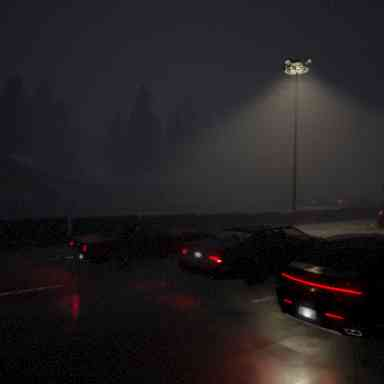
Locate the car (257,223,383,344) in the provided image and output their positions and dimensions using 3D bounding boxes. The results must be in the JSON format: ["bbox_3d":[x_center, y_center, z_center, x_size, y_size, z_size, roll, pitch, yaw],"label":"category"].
[{"bbox_3d":[3.688,1.564,6.380,4.892,1.490,1.837,0,0,-36],"label":"car"}]

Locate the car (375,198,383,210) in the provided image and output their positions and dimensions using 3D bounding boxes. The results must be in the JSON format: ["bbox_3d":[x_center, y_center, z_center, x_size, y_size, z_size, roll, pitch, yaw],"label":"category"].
[{"bbox_3d":[26.622,1.580,44.440,4.892,1.490,1.837,0,0,-35],"label":"car"}]

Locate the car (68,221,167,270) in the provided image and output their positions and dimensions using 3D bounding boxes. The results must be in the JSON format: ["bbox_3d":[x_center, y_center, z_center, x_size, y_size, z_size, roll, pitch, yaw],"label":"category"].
[{"bbox_3d":[-1.529,1.649,11.256,4.718,1.301,1.895,1,0,-36],"label":"car"}]

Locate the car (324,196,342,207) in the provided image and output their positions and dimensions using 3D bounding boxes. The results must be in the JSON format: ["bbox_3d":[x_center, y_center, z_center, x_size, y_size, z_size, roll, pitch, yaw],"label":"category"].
[{"bbox_3d":[22.664,1.425,50.213,4.553,1.767,2.097,-1,0,-35],"label":"car"}]

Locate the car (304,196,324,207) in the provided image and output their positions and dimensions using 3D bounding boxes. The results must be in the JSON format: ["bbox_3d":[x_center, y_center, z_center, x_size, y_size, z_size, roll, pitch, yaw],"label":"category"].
[{"bbox_3d":[19.619,1.433,52.351,4.553,1.767,2.097,-1,0,-35],"label":"car"}]

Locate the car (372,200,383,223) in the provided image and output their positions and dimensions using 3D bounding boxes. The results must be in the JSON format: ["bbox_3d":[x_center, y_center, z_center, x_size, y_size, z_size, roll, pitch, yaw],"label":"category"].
[{"bbox_3d":[14.756,1.494,22.886,4.553,1.767,2.097,0,0,-36],"label":"car"}]

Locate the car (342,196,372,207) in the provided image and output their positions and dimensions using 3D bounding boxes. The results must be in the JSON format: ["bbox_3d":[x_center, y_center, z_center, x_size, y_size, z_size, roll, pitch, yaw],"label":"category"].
[{"bbox_3d":[23.669,1.559,46.642,5.008,1.535,1.882,0,0,-35],"label":"car"}]

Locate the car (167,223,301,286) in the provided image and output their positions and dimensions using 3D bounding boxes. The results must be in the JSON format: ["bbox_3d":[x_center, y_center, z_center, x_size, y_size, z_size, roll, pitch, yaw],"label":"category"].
[{"bbox_3d":[2.177,1.611,9.602,5.357,1.411,2.033,1,0,-36],"label":"car"}]
